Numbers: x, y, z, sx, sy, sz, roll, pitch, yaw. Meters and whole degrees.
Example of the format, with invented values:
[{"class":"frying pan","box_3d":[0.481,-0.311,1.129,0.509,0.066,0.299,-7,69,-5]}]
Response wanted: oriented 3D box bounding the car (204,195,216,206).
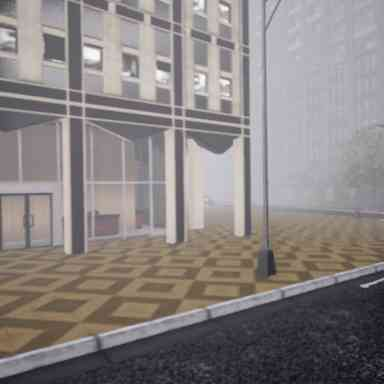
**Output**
[{"class":"car","box_3d":[2.121,1.330,55.327,2.097,1.767,4.553,-1,1,-28]}]
